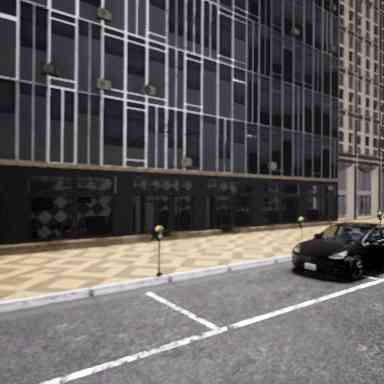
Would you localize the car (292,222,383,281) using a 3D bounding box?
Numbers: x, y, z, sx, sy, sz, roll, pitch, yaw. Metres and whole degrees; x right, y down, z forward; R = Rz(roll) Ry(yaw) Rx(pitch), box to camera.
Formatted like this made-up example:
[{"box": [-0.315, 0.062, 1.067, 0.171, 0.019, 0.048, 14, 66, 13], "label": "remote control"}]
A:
[{"box": [4.910, 1.611, 10.067, 4.313, 1.339, 1.947, 0, 0, -36], "label": "car"}]
